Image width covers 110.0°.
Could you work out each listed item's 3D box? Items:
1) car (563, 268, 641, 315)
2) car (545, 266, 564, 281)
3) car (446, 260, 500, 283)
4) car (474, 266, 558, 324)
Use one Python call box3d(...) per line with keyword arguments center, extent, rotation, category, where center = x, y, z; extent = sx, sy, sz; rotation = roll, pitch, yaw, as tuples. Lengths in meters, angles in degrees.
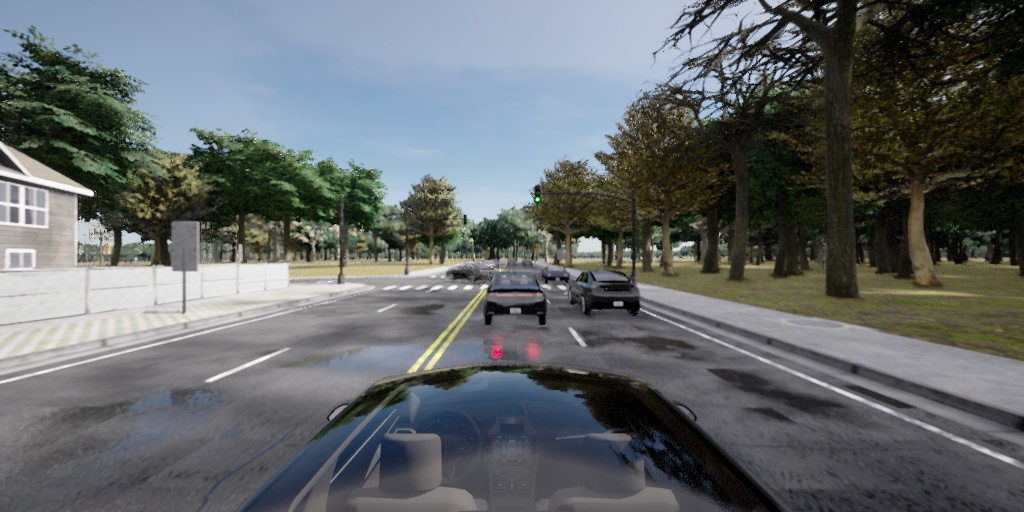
box3d(center=(3.348, 1.290, 13.712), extent=(1.837, 1.490, 4.892), rotation=(0, -1, 0), category="car")
box3d(center=(3.347, 1.431, 28.619), extent=(1.895, 1.301, 4.718), rotation=(0, 0, 0), category="car")
box3d(center=(-3.351, 1.321, 28.646), extent=(2.128, 1.511, 4.902), rotation=(1, -1, -43), category="car")
box3d(center=(0.097, 1.273, 12.108), extent=(2.128, 1.511, 4.902), rotation=(0, 0, 0), category="car")
